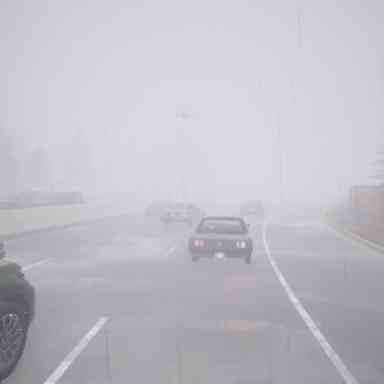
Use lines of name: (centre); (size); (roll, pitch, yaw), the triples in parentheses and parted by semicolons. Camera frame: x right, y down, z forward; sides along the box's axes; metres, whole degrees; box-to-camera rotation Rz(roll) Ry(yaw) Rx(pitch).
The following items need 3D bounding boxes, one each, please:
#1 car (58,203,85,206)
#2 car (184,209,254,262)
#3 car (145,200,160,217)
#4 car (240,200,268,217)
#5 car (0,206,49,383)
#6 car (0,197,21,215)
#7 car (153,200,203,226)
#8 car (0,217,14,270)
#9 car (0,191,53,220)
car: (-10.436, 0.965, 25.558); (2.150, 2.045, 5.566); (0, 0, 15)
car: (1.106, 1.502, 11.718); (1.895, 1.301, 4.718); (0, 0, 8)
car: (-2.260, 1.315, 27.744); (1.994, 1.385, 4.181); (0, 1, 18)
car: (5.340, 1.336, 28.437); (1.994, 1.385, 4.181); (0, 1, 19)
car: (-3.273, 1.190, 2.173); (2.150, 2.045, 5.566); (0, 0, 2)
car: (-17.039, 1.192, 27.751); (2.128, 1.511, 4.902); (0, 1, 15)
car: (-0.473, 1.358, 21.615); (2.033, 1.411, 5.357); (0, 1, 14)
car: (-6.482, 1.461, 7.213); (2.033, 1.411, 5.357); (0, 0, 5)
car: (-13.800, 0.946, 26.470); (2.150, 2.045, 5.566); (0, 0, 15)
